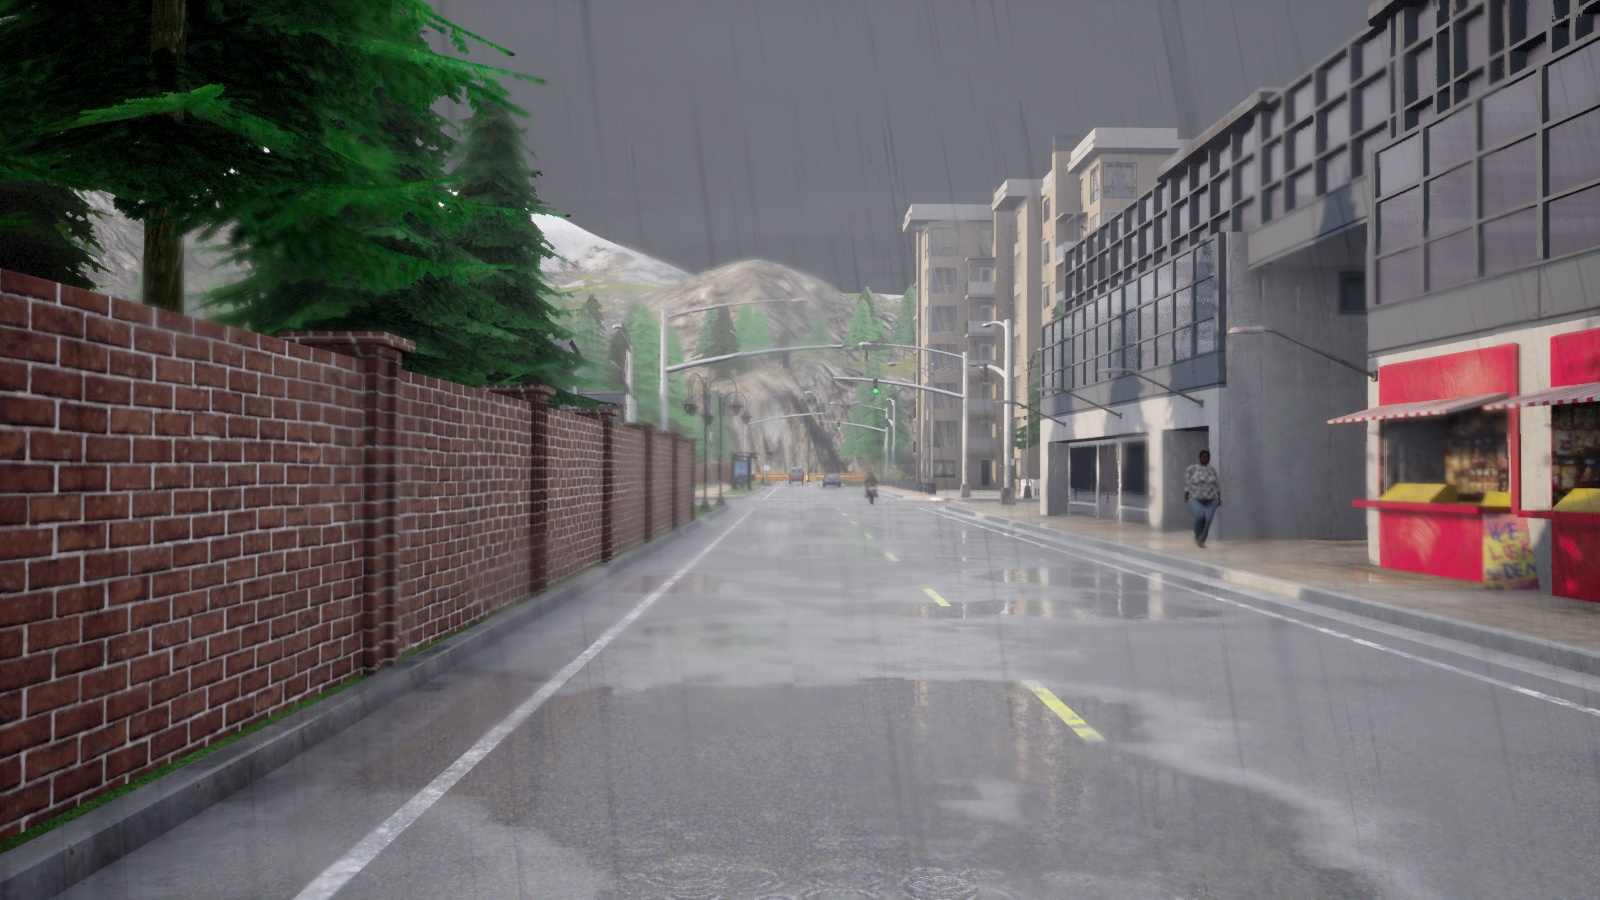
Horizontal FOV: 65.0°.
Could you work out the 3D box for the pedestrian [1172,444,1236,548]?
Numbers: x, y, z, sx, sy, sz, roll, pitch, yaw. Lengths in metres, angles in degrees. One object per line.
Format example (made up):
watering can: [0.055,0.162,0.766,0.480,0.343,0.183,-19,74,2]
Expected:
pedestrian: [7.392,0.831,23.000,0.874,1.855,0.900,0,-1,2]

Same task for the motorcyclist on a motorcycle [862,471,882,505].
motorcyclist on a motorcycle: [3.343,1.761,58.372,0.797,1.523,2.044,0,-1,0]
